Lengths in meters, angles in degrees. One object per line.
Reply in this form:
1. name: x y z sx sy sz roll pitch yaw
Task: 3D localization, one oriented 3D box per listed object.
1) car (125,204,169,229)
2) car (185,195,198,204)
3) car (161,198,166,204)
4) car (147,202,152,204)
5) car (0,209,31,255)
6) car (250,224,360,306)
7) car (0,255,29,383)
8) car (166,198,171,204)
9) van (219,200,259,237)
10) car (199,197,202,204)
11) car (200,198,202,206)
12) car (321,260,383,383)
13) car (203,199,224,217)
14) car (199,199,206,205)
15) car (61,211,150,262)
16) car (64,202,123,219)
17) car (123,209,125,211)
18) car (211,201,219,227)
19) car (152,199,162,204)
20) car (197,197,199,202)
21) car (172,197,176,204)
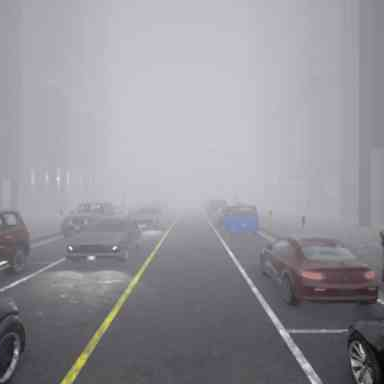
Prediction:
1. car: -3.090 1.799 23.992 2.033 1.411 5.357 0 -1 0
2. car: -0.016 2.278 86.433 2.097 1.767 4.553 0 -1 0
3. car: -5.785 2.027 53.326 1.967 1.590 4.097 -1 -1 0
4. car: -5.780 1.970 36.314 1.802 1.307 4.206 -1 -1 0
5. car: -5.778 1.396 7.964 2.192 1.841 5.009 -1 -1 0
6. car: 2.751 1.664 7.965 1.802 1.307 4.206 -1 -1 0
7. car: -3.095 1.588 2.527 1.994 1.385 4.181 0 -1 0
8. car: -5.786 2.289 64.666 1.947 1.339 4.313 -1 -1 0
9. van: 2.745 1.543 19.309 1.690 1.788 3.998 -1 -1 0
10. car: 2.738 2.097 59.005 1.967 1.590 4.097 -1 -1 0
11. car: 2.739 2.028 53.334 1.967 1.590 4.097 -1 -1 0
12. car: 2.752 1.589 2.294 1.947 1.339 4.313 -1 -1 0
13. car: 2.741 1.705 36.323 2.192 1.841 5.009 -1 -1 0
14. car: 2.734 2.530 87.529 1.752 1.417 4.829 -1 -1 0
15. car: -3.098 1.681 12.910 2.033 1.411 5.357 0 -1 0
16. car: -5.780 1.516 19.305 2.192 1.841 5.009 -1 -1 0
17. car: -5.778 1.786 24.803 1.752 1.417 4.829 -1 -1 0
18. car: 2.746 1.704 24.979 1.967 1.590 4.097 -1 -1 0
19. car: -5.782 2.064 47.654 1.887 1.381 4.507 -1 -1 0
20. car: 2.736 2.390 76.187 1.752 1.417 4.829 -1 -1 0
21. car: -5.790 2.524 87.178 1.752 1.417 4.829 -1 -1 0
